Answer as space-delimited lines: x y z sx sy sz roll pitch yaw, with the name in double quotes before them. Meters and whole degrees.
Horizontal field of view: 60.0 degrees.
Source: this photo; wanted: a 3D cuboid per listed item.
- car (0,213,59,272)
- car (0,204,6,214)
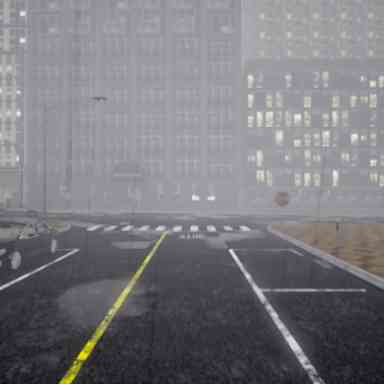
"car" -5.806 1.579 10.801 2.008 1.369 4.403 1 0 0
"car" -17.631 1.096 26.883 4.553 1.767 2.097 1 -1 1
